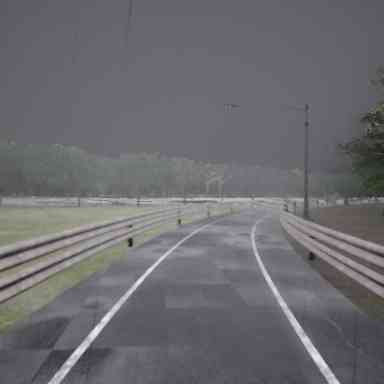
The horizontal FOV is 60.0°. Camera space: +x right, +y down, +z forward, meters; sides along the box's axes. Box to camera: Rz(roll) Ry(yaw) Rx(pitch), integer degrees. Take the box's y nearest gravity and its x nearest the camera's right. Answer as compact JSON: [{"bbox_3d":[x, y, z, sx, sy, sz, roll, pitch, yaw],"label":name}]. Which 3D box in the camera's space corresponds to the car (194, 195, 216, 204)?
[{"bbox_3d":[2.999,1.770,78.370,5.566,2.045,2.150,1,-1,-42],"label":"car"}]

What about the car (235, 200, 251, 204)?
[{"bbox_3d":[12.720,2.224,82.460,5.357,1.411,2.033,1,-1,-42],"label":"car"}]

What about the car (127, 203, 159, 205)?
[{"bbox_3d":[-8.909,1.800,62.846,5.357,1.411,2.033,1,-1,-42],"label":"car"}]

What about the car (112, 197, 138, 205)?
[{"bbox_3d":[-13.625,1.791,68.019,4.902,1.511,2.128,1,-1,-42],"label":"car"}]

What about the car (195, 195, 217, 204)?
[{"bbox_3d":[3.595,1.834,83.635,5.566,2.045,2.150,1,-1,-42],"label":"car"}]

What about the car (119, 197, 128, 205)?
[{"bbox_3d":[-11.291,1.813,65.411,5.357,1.411,2.033,1,-1,-42],"label":"car"}]
